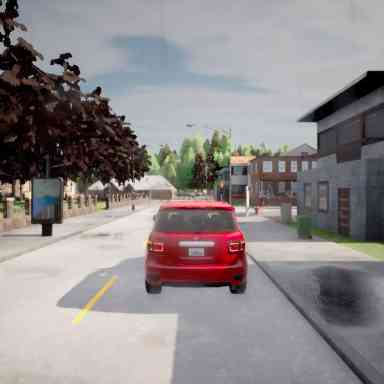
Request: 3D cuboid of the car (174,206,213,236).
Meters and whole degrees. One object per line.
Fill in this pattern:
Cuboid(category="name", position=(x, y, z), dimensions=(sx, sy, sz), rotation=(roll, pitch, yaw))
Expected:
Cuboid(category="car", position=(0.065, 1.564, 19.289), dimensions=(1.994, 1.385, 4.181), rotation=(0, 0, 0))

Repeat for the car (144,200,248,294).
Cuboid(category="car", position=(0.079, 1.221, 8.921), dimensions=(2.150, 2.045, 5.566), rotation=(0, 0, 0))
